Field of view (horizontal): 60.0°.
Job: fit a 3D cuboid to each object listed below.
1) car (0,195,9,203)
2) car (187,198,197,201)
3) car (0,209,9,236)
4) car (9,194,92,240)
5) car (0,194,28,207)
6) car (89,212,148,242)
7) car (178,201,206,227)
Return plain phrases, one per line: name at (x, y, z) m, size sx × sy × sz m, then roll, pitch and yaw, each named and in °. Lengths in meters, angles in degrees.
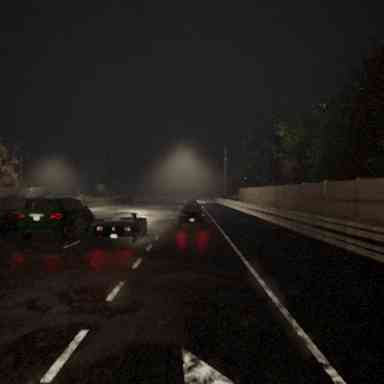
car at (-28.025, 1.547, 49.196) m, size 2.097 × 1.767 × 4.553 m, roll 0°, pitch 0°, yaw 1°
car at (0.035, 1.864, 69.843) m, size 1.994 × 1.385 × 4.181 m, roll 0°, pitch 0°, yaw 2°
car at (-10.395, 1.620, 18.656) m, size 1.994 × 1.385 × 4.181 m, roll 0°, pitch 0°, yaw 0°
car at (-6.896, 1.273, 17.435) m, size 2.150 × 2.045 × 5.566 m, roll 0°, pitch 0°, yaw 0°
car at (-31.495, 1.467, 58.855) m, size 2.150 × 2.045 × 5.566 m, roll 0°, pitch 0°, yaw 0°
car at (-3.396, 1.650, 16.697) m, size 1.895 × 1.301 × 4.718 m, roll 0°, pitch 0°, yaw 0°
car at (0.003, 1.599, 23.236) m, size 1.812 × 1.442 × 4.674 m, roll 0°, pitch 0°, yaw 0°
